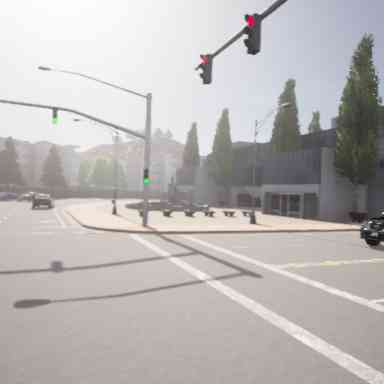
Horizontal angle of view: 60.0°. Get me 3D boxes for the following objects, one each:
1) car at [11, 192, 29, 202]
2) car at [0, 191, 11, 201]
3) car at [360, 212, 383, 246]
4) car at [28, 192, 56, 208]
[{"bbox_3d":[-24.707,0.711,50.682,2.128,1.511,4.902,2,0,5],"label":"car"},{"bbox_3d":[-28.218,0.624,50.538,1.812,1.442,4.674,2,0,4],"label":"car"},{"bbox_3d":[10.615,1.600,15.653,5.566,2.045,2.150,2,0,-22],"label":"car"},{"bbox_3d":[-16.354,0.991,36.819,1.837,1.490,4.892,1,0,-16],"label":"car"}]
